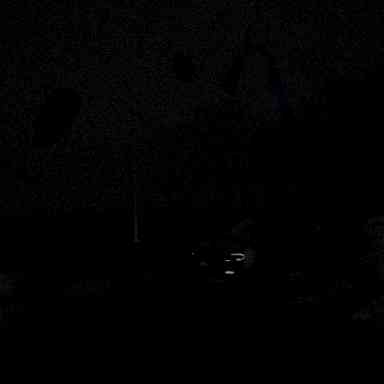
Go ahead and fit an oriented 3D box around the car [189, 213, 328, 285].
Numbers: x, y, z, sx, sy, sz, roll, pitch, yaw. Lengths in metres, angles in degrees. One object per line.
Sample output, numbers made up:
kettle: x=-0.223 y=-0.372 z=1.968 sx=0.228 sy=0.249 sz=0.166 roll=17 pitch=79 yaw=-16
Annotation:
car: x=2.096 y=1.427 z=9.628 sx=5.008 sy=1.535 sz=1.882 roll=0 pitch=0 yaw=-43
